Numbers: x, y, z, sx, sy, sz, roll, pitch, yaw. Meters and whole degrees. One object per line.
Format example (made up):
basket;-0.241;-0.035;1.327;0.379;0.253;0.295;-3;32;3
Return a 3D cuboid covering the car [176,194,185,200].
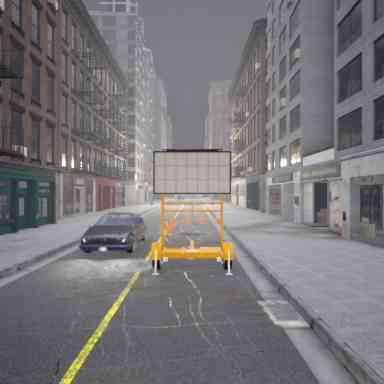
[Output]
car;-2.971;1.432;87.708;1.837;1.490;4.892;0;0;0

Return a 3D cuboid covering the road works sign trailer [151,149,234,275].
road works sign trailer;0.010;0.462;10.405;2.380;3.560;2.880;0;0;0

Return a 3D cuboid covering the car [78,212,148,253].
car;-2.995;1.544;13.862;2.033;1.411;5.357;0;0;0
